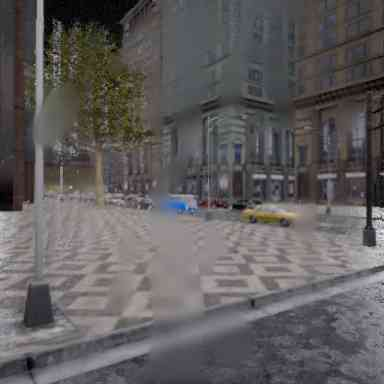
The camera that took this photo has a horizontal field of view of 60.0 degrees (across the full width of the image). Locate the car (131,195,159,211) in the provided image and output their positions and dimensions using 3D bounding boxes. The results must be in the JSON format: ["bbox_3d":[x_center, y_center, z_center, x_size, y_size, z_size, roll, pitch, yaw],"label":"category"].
[{"bbox_3d":[-4.382,1.283,35.706,2.008,1.369,4.403,1,0,-35],"label":"car"}]

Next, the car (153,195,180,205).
[{"bbox_3d":[-3.890,1.154,49.810,2.008,1.369,4.403,1,0,-35],"label":"car"}]

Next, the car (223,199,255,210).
[{"bbox_3d":[5.817,1.396,36.032,1.947,1.339,4.313,1,0,-35],"label":"car"}]

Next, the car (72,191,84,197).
[{"bbox_3d":[-29.776,0.549,86.540,1.802,1.307,4.206,1,0,-35],"label":"car"}]

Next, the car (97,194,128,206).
[{"bbox_3d":[-10.757,1.104,44.754,1.752,1.417,4.829,1,0,-35],"label":"car"}]

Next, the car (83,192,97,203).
[{"bbox_3d":[-14.090,1.044,49.485,2.008,1.369,4.403,1,0,-35],"label":"car"}]

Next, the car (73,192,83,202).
[{"bbox_3d":[-17.326,0.963,54.077,2.008,1.369,4.403,1,0,-35],"label":"car"}]

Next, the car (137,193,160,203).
[{"bbox_3d":[-7.124,0.961,54.402,1.967,1.590,4.097,1,0,-35],"label":"car"}]

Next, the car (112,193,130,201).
[{"bbox_3d":[-13.598,0.940,63.584,1.802,1.307,4.206,1,0,-35],"label":"car"}]

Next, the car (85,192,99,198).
[{"bbox_3d":[-23.304,0.666,77.357,1.887,1.381,4.507,1,0,-35],"label":"car"}]

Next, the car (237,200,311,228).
[{"bbox_3d":[5.425,1.452,21.786,1.752,1.417,4.829,1,0,-35],"label":"car"}]

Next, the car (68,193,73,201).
[{"bbox_3d":[-20.562,0.882,58.668,2.008,1.369,4.403,1,0,-35],"label":"car"}]

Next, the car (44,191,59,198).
[{"bbox_3d":[-30.267,0.534,72.443,1.967,1.590,4.097,1,0,-35],"label":"car"}]

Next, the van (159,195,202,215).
[{"bbox_3d":[-1.143,1.144,31.114,1.690,1.788,3.998,1,0,-35],"label":"van"}]

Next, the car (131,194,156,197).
[{"bbox_3d":[-5.442,1.016,41.845,2.097,1.767,4.553,0,1,-35],"label":"car"}]

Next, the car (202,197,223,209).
[{"bbox_3d":[2.583,1.304,40.624,1.887,1.381,4.507,1,0,-35],"label":"car"}]

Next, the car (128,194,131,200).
[{"bbox_3d":[-10.362,0.990,58.993,2.008,1.369,4.403,1,0,-35],"label":"car"}]
